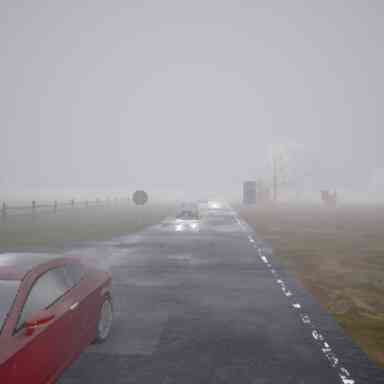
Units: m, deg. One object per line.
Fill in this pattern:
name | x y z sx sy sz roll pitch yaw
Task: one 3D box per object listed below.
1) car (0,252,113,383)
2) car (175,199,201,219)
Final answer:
car | -2.290 1.525 3.769 1.812 1.442 4.674 0 0 5
car | -0.309 1.570 28.767 1.994 1.385 4.181 0 0 5
